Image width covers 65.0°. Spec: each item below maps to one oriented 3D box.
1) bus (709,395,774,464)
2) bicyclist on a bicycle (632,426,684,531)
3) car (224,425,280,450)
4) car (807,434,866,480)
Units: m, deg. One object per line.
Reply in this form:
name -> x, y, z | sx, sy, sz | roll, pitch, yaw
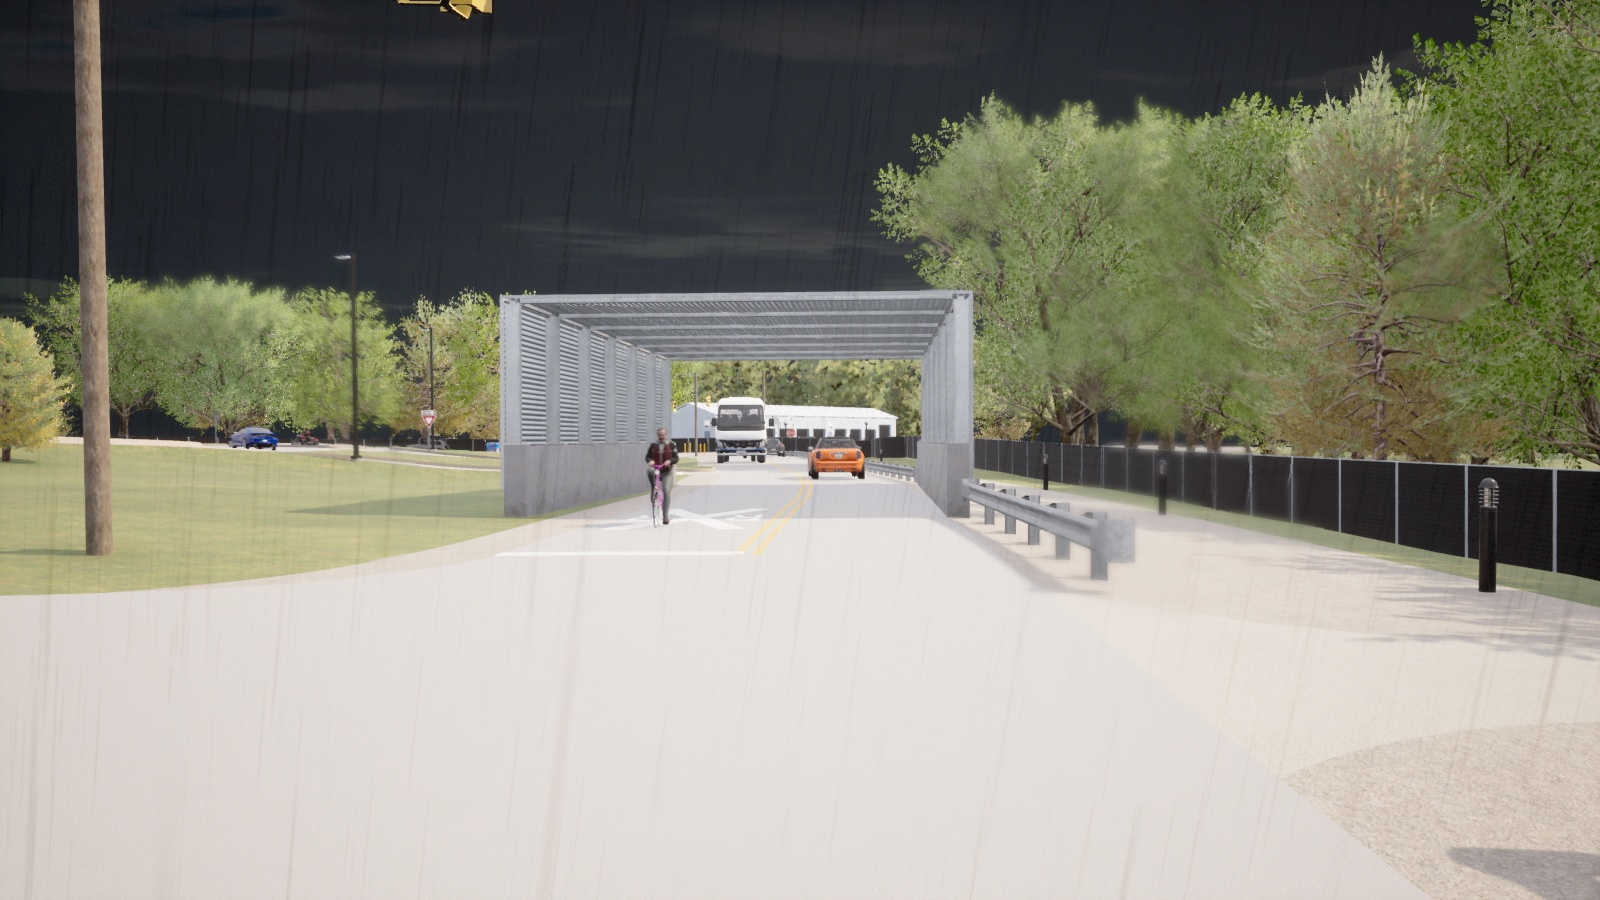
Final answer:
bus -> -3.924, -1.296, 82.737 | 3.944, 4.253, 10.273 | 0, 0, -3
bicyclist on a bicycle -> -2.487, 0.480, 22.165 | 0.659, 1.776, 1.843 | 0, 0, 2
car -> -36.136, -0.816, 82.740 | 1.882, 1.535, 5.008 | 4, -2, -40
car -> 1.415, 0.244, 50.869 | 2.097, 1.767, 4.553 | 0, 0, -2
